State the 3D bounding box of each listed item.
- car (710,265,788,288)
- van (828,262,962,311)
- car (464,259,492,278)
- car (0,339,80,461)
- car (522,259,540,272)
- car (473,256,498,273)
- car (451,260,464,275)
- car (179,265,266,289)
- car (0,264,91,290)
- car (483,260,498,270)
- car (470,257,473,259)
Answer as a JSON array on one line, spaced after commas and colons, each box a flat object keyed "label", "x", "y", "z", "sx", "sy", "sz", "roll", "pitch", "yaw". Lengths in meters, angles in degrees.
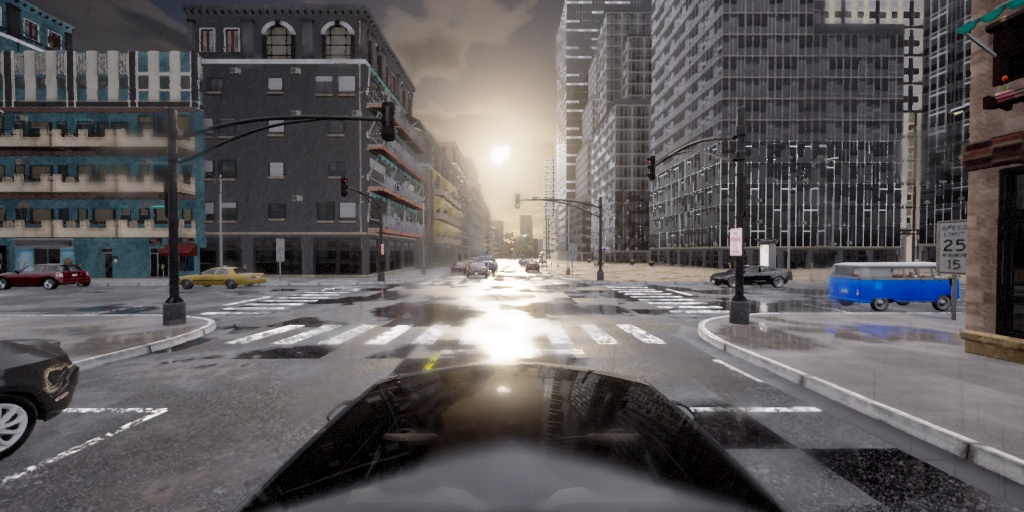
[{"label": "car", "x": 14.637, "y": 1.221, "z": 22.212, "sx": 4.313, "sy": 1.339, "sz": 1.948, "roll": 0, "pitch": 0, "yaw": 0}, {"label": "van", "x": 14.666, "y": 1.120, "z": 13.832, "sx": 3.998, "sy": 1.789, "sz": 1.690, "roll": 0, "pitch": 0, "yaw": 0}, {"label": "car", "x": -3.161, "y": 1.278, "z": 34.178, "sx": 1.812, "sy": 1.442, "sz": 4.674, "roll": 0, "pitch": 0, "yaw": 0}, {"label": "car", "x": -5.691, "y": 1.300, "z": 2.136, "sx": 2.007, "sy": 1.370, "sz": 4.403, "roll": 0, "pitch": 0, "yaw": 0}, {"label": "car", "x": 2.571, "y": 1.300, "z": 45.925, "sx": 1.888, "sy": 1.381, "sz": 4.507, "roll": 0, "pitch": 0, "yaw": 0}, {"label": "car", "x": -3.176, "y": 0.976, "z": 44.084, "sx": 2.150, "sy": 2.045, "sz": 5.566, "roll": 0, "pitch": 0, "yaw": 0}, {"label": "car", "x": -5.765, "y": 1.299, "z": 40.202, "sx": 1.888, "sy": 1.381, "sz": 4.507, "roll": 0, "pitch": 0, "yaw": 0}, {"label": "car", "x": -17.921, "y": 1.252, "z": 22.095, "sx": 4.829, "sy": 1.417, "sz": 1.751, "roll": 0, "pitch": 0, "yaw": 0}, {"label": "car", "x": -28.819, "y": 1.195, "z": 22.056, "sx": 4.097, "sy": 1.591, "sz": 1.967, "roll": 0, "pitch": 0, "yaw": 0}, {"label": "car", "x": -3.185, "y": 1.322, "z": 54.058, "sx": 1.994, "sy": 1.385, "sz": 4.181, "roll": 0, "pitch": 0, "yaw": 0}, {"label": "car", "x": -5.776, "y": 1.195, "z": 45.851, "sx": 1.967, "sy": 1.591, "sz": 4.097, "roll": 0, "pitch": 0, "yaw": 0}]
